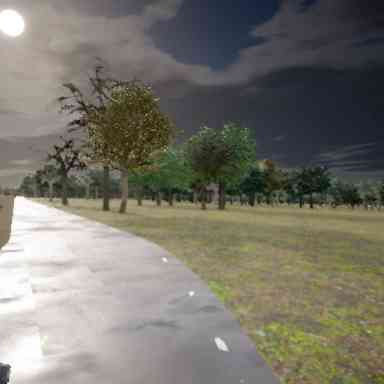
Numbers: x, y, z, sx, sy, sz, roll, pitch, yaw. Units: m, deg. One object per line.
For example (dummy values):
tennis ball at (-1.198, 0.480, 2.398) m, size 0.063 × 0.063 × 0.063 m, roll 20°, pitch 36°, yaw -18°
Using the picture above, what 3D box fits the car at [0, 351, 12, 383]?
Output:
car at (-2.508, 1.559, 0.732) m, size 2.033 × 1.411 × 5.357 m, roll 0°, pitch -1°, yaw -2°
